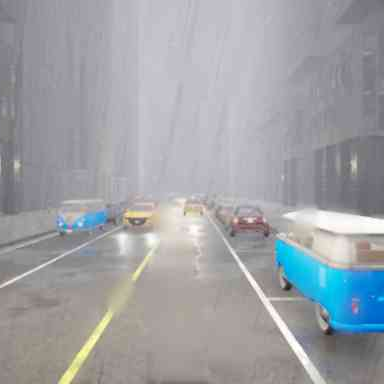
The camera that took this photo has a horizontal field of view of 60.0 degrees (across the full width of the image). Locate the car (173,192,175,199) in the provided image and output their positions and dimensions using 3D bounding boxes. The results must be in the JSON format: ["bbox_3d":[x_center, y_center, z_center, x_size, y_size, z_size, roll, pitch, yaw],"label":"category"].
[{"bbox_3d":[-5.750,1.328,79.502,1.752,1.417,4.829,0,0,0],"label":"car"}]

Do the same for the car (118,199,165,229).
[{"bbox_3d":[-3.064,1.423,21.202,1.882,1.535,5.008,0,0,0],"label":"car"}]

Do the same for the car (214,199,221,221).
[{"bbox_3d":[2.765,1.465,23.484,1.752,1.417,4.829,0,0,0],"label":"car"}]

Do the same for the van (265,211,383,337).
[{"bbox_3d":[2.761,1.324,6.405,1.690,1.788,3.998,0,0,0],"label":"van"}]

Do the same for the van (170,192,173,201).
[{"bbox_3d":[-5.752,1.156,74.034,1.690,1.788,3.998,0,0,0],"label":"van"}]

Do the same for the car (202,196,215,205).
[{"bbox_3d":[2.771,1.401,57.132,1.887,1.381,4.507,0,0,0],"label":"car"}]

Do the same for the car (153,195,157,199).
[{"bbox_3d":[-5.757,1.443,40.215,1.887,1.381,4.507,0,0,0],"label":"car"}]

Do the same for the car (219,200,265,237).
[{"bbox_3d":[2.763,1.395,17.678,1.967,1.590,4.097,0,0,0],"label":"car"}]

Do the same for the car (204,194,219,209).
[{"bbox_3d":[2.767,1.338,40.222,1.967,1.590,4.097,0,0,0],"label":"car"}]

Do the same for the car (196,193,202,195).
[{"bbox_3d":[0.022,1.368,49.359,2.128,1.511,4.902,0,0,0],"label":"car"}]

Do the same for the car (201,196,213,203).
[{"bbox_3d":[2.772,1.408,62.769,1.947,1.339,4.313,0,0,0],"label":"car"}]

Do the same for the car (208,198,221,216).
[{"bbox_3d":[2.766,1.477,28.951,2.008,1.369,4.403,0,0,0],"label":"car"}]

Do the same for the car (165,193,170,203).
[{"bbox_3d":[-5.754,1.283,62.762,1.967,1.590,4.097,0,0,0],"label":"car"}]

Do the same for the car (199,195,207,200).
[{"bbox_3d":[2.776,1.355,85.313,1.947,1.339,4.313,0,0,0],"label":"car"}]

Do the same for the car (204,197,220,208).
[{"bbox_3d":[2.769,1.450,45.859,1.947,1.339,4.313,0,0,0],"label":"car"}]

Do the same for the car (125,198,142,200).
[{"bbox_3d":[-5.759,1.492,28.941,1.947,1.339,4.313,0,0,0],"label":"car"}]

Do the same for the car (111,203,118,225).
[{"bbox_3d":[-5.760,1.506,23.305,1.947,1.339,4.313,0,0,0],"label":"car"}]

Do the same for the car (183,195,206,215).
[{"bbox_3d":[0.102,1.377,32.873,1.801,1.575,5.366,0,1,0],"label":"car"}]

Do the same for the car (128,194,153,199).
[{"bbox_3d":[-5.759,1.227,34.577,2.192,1.841,5.009,0,0,0],"label":"car"}]

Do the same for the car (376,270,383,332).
[{"bbox_3d":[2.760,1.523,0.939,1.752,1.417,4.829,0,0,0],"label":"car"}]

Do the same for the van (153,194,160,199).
[{"bbox_3d":[-5.757,1.225,45.851,1.690,1.788,3.998,0,0,0],"label":"van"}]

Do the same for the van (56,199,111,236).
[{"bbox_3d":[-5.762,1.296,17.667,1.690,1.788,3.998,0,0,0],"label":"van"}]

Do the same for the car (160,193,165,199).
[{"bbox_3d":[-5.756,1.310,51.488,1.967,1.590,4.097,0,0,0],"label":"car"}]
